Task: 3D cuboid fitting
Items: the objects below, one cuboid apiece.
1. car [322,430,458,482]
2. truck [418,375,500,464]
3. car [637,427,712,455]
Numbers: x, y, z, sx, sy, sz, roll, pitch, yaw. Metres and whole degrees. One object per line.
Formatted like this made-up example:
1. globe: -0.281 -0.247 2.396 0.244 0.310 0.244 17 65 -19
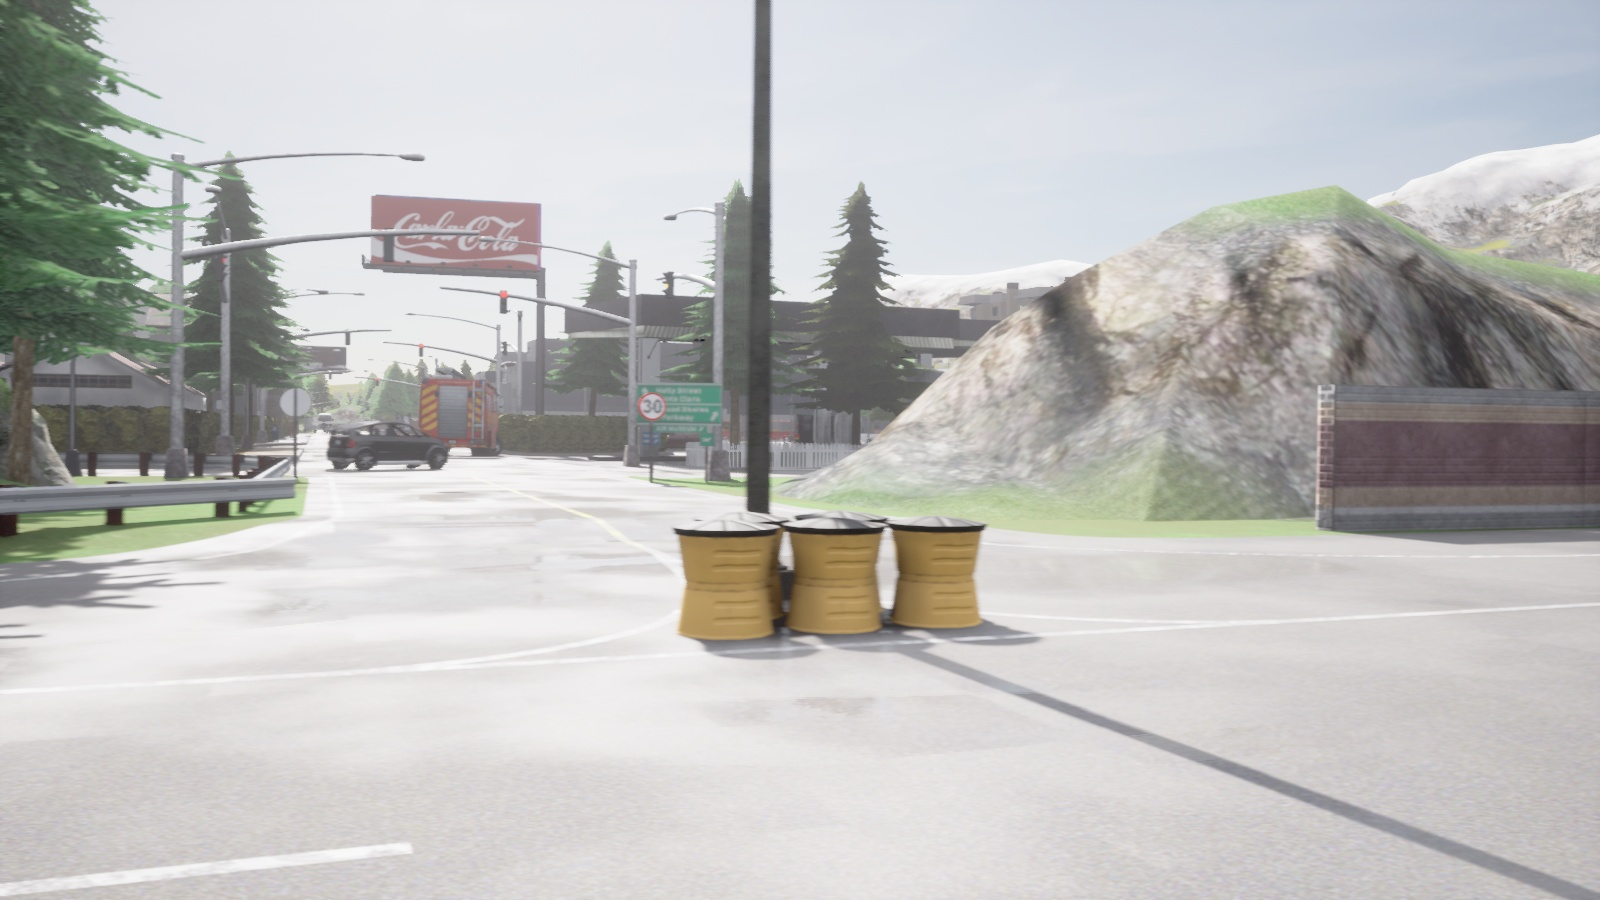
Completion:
1. car: -13.012 0.150 40.026 1.789 1.549 3.705 1 2 42
2. truck: -15.623 -1.281 58.068 2.891 3.827 8.468 0 0 -10
3. car: -8.345 -0.617 83.522 4.553 1.767 2.097 -1 1 -21
